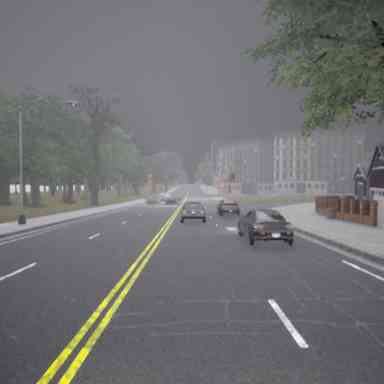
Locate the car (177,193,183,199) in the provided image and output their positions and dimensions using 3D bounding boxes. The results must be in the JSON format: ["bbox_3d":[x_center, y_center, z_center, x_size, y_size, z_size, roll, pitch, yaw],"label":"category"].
[{"bbox_3d":[-3.255,1.266,70.600,1.837,1.490,4.892,0,1,0],"label":"car"}]

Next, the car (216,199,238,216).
[{"bbox_3d":[3.353,1.438,31.178,2.128,1.511,4.902,0,0,0],"label":"car"}]

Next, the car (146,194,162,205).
[{"bbox_3d":[-6.583,1.371,55.750,1.837,1.490,4.892,0,0,0],"label":"car"}]

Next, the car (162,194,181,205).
[{"bbox_3d":[-3.340,1.472,54.749,1.895,1.301,4.718,0,0,0],"label":"car"}]

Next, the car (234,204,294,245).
[{"bbox_3d":[3.248,1.497,15.137,1.812,1.442,4.674,0,0,0],"label":"car"}]

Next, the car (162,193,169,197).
[{"bbox_3d":[-6.505,1.288,70.851,2.128,1.511,4.902,0,1,0],"label":"car"}]

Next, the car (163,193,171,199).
[{"bbox_3d":[-6.506,1.104,86.586,1.812,1.442,4.674,0,1,0],"label":"car"}]

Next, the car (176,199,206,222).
[{"bbox_3d":[0.098,1.495,25.759,2.033,1.411,5.357,0,0,0],"label":"car"}]

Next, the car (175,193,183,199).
[{"bbox_3d":[-3.256,1.083,86.420,1.837,1.490,4.892,0,1,0],"label":"car"}]
